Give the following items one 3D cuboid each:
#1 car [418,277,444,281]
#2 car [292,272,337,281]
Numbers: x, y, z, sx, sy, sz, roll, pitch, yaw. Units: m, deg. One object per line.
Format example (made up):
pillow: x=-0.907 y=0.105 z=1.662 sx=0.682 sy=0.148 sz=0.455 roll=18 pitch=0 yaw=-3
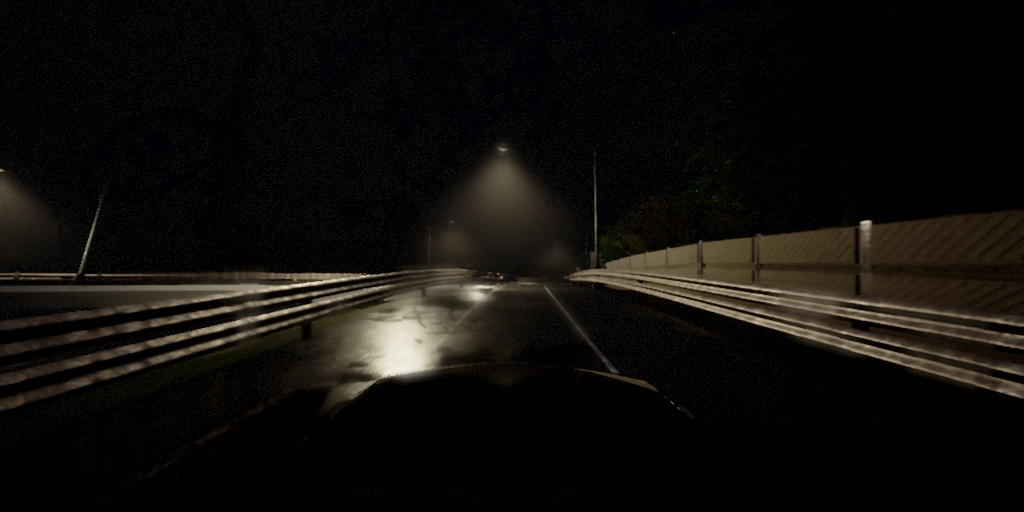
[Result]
car: x=-11.579 y=3.518 z=54.776 sx=5.357 sy=1.411 sz=2.033 roll=4 pitch=-5 yaw=-42
car: x=-24.536 y=2.748 z=44.610 sx=4.902 sy=1.511 sz=2.128 roll=3 pitch=-5 yaw=-34
